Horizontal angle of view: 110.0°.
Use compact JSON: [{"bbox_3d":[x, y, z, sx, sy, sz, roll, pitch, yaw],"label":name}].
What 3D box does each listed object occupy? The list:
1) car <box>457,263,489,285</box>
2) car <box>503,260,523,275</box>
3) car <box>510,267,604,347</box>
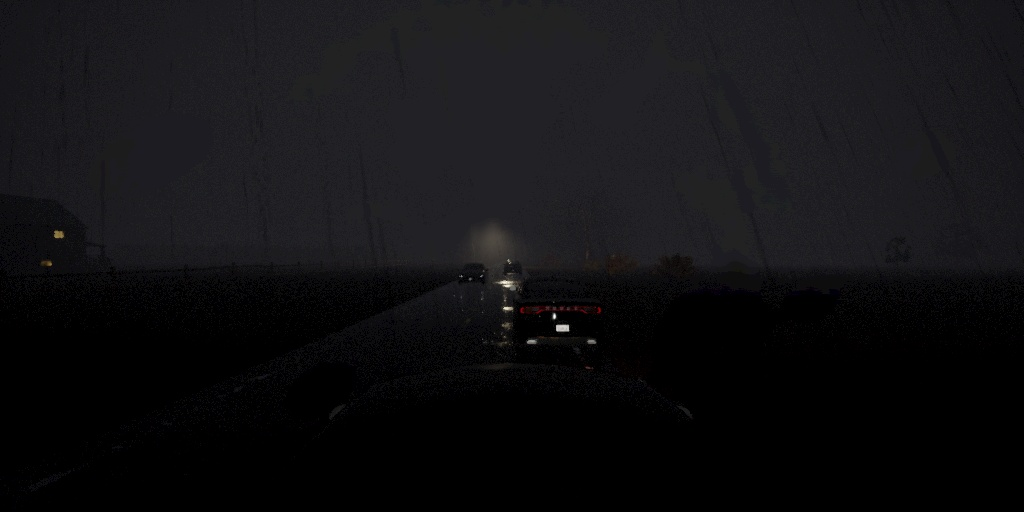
[{"bbox_3d":[-2.742,1.258,25.970,1.837,1.490,4.892,0,0,0],"label":"car"},{"bbox_3d":[0.096,1.246,38.685,2.128,1.511,4.902,0,0,0],"label":"car"},{"bbox_3d":[0.968,1.229,9.324,1.882,1.535,5.008,0,0,0],"label":"car"}]
